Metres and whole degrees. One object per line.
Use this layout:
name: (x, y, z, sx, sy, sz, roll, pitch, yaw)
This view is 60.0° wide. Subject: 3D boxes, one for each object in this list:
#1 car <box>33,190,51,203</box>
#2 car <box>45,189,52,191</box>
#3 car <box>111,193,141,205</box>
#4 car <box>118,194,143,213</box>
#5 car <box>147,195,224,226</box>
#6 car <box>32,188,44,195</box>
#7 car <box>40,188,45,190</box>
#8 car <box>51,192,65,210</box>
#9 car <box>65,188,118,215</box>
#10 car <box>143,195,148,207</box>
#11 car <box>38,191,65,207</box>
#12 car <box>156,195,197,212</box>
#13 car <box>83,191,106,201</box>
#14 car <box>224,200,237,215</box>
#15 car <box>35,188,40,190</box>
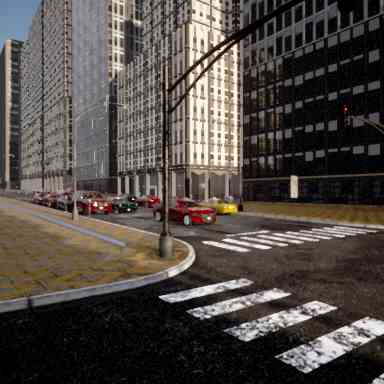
car: (-18.279, 0.793, 40.851, 1.802, 1.307, 4.206, 1, 0, -36)
car: (-28.066, 0.213, 68.501, 2.008, 1.369, 4.403, 1, 0, -36)
car: (-8.203, 0.855, 41.254, 1.947, 1.339, 4.313, 1, 0, -36)
car: (-6.475, 1.112, 29.035, 1.895, 1.301, 4.718, 0, 1, -36)
car: (-0.567, 1.177, 20.921, 1.882, 1.535, 5.008, 0, 1, -38)
car: (-37.995, -0.208, 82.123, 1.967, 1.590, 4.097, 1, 0, -36)
car: (-31.376, 0.104, 73.042, 1.887, 1.381, 4.507, 1, 0, -36)
car: (-11.659, 0.987, 31.770, 1.947, 1.339, 4.313, 1, 0, -36)
car: (-8.343, 0.841, 27.228, 2.192, 1.841, 5.009, 1, 0, -36)
car: (-4.892, 0.976, 36.713, 1.802, 1.307, 4.206, 1, 0, -36)
car: (-14.968, 0.861, 36.310, 1.887, 1.381, 4.507, 1, 0, -36)
car: (-1.582, 1.065, 32.173, 1.947, 1.339, 4.313, 1, 0, -36)
car: (-14.824, 0.646, 50.337, 1.947, 1.339, 4.313, 1, 0, -36)
car: (1.698, 1.126, 27.823, 1.752, 1.417, 4.829, 1, 0, -36)
car: (-34.685, -0.105, 77.583, 1.967, 1.590, 4.097, 1, 0, -36)
